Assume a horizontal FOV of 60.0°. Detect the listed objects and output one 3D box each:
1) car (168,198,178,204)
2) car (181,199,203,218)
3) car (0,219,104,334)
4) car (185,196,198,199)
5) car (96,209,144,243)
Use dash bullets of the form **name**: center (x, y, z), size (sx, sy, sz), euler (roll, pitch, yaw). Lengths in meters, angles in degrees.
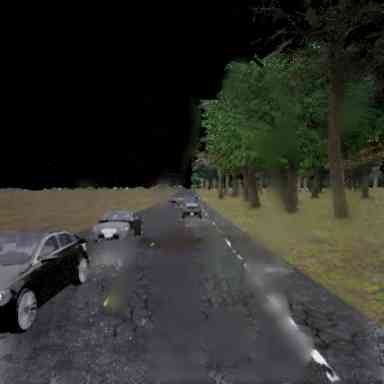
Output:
- **car**: center (-3.749, 1.786, 65.775), size (1.895, 1.301, 4.718), euler (0, 1, 0)
- **car**: center (-0.012, 1.735, 32.574), size (1.837, 1.490, 4.892), euler (0, 0, 0)
- **car**: center (-3.617, 1.571, 6.981), size (2.128, 1.511, 4.902), euler (0, 0, 0)
- **car**: center (-0.060, 1.488, 45.135), size (2.150, 2.045, 5.566), euler (0, 0, 0)
- **car**: center (-3.646, 1.646, 17.001), size (2.128, 1.511, 4.902), euler (0, 0, 0)
